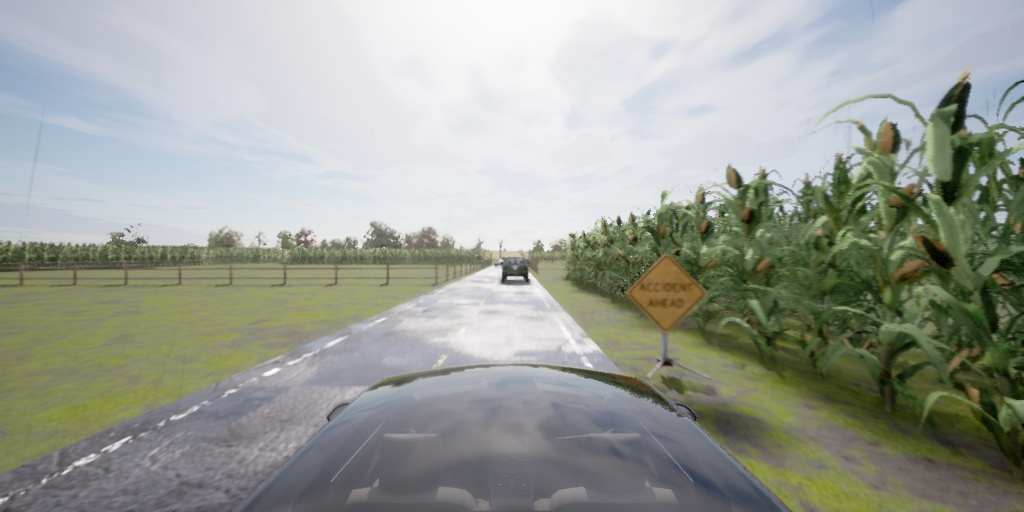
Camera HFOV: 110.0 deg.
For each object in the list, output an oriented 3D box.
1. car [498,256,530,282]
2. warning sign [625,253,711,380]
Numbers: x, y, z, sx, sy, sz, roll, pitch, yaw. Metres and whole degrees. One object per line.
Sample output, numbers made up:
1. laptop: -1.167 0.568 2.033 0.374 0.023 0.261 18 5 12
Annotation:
1. car: 0.272 1.016 29.774 2.150 2.045 5.566 0 0 1
2. warning sign: 2.468 0.885 5.798 1.300 1.860 1.060 0 0 0
